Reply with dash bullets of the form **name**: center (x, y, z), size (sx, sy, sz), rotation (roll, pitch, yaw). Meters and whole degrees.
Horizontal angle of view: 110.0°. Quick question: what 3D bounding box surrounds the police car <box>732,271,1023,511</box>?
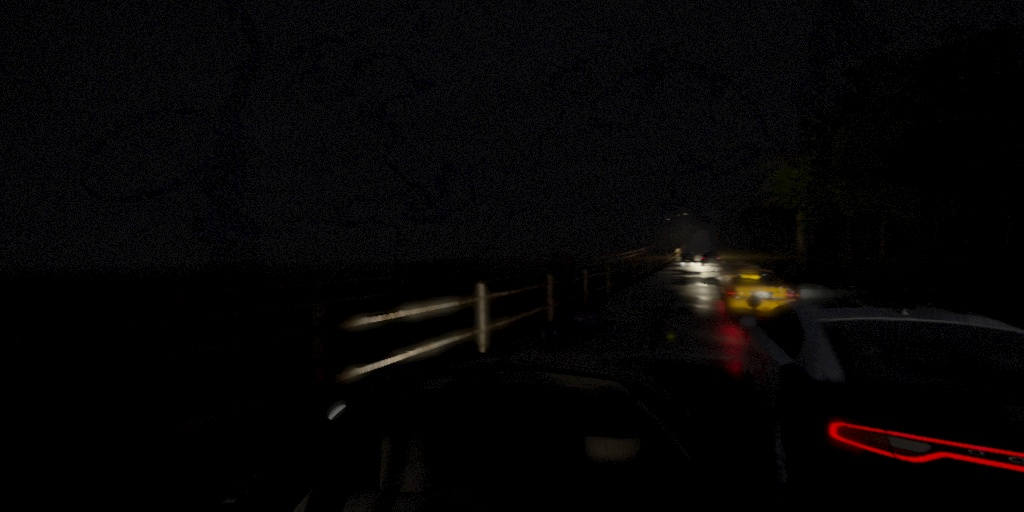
- **police car**: center (3.725, 1.128, 3.838), size (1.930, 1.638, 5.238), rotation (-1, 0, 28)

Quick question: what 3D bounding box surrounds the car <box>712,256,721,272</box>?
- **car**: center (11.311, 0.994, 18.013), size (1.801, 1.575, 5.366), rotation (-1, 0, 28)

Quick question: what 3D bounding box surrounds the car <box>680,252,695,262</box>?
- **car**: center (26.003, 0.077, 53.061), size (2.033, 1.411, 5.357), rotation (-1, 2, 28)

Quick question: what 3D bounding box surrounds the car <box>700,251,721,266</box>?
- **car**: center (23.556, 0.223, 42.522), size (2.097, 1.767, 4.553), rotation (-1, 1, 29)

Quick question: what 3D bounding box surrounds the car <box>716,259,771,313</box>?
- **car**: center (8.481, 1.079, 12.723), size (1.801, 1.575, 5.366), rotation (-1, 0, 28)
